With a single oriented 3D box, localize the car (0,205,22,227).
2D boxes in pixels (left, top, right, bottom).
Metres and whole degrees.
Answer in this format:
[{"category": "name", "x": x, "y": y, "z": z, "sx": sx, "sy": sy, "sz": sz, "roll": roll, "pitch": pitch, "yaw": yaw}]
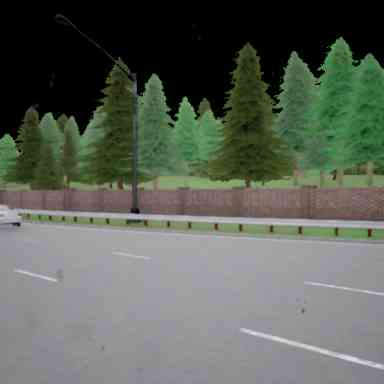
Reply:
[{"category": "car", "x": -12.984, "y": 1.586, "z": 21.863, "sx": 4.674, "sy": 1.442, "sz": 1.812, "roll": 0, "pitch": 0, "yaw": 35}]
